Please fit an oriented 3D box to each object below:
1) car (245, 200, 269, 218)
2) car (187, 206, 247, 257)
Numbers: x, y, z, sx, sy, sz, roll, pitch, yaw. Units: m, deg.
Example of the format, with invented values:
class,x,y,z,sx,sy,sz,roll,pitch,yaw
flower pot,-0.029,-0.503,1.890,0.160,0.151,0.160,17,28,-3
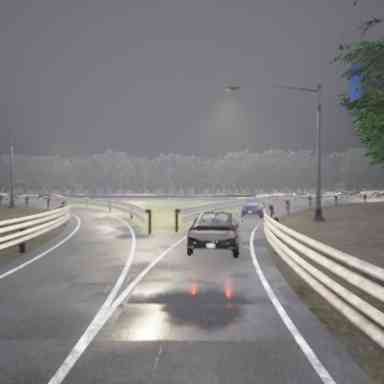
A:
class,x,y,z,sx,sy,sz,roll,pitch,yaw
car,5.849,1.497,30.476,1.812,1.442,4.674,0,0,23
car,0.998,1.534,13.233,2.128,1.511,4.902,0,0,9
